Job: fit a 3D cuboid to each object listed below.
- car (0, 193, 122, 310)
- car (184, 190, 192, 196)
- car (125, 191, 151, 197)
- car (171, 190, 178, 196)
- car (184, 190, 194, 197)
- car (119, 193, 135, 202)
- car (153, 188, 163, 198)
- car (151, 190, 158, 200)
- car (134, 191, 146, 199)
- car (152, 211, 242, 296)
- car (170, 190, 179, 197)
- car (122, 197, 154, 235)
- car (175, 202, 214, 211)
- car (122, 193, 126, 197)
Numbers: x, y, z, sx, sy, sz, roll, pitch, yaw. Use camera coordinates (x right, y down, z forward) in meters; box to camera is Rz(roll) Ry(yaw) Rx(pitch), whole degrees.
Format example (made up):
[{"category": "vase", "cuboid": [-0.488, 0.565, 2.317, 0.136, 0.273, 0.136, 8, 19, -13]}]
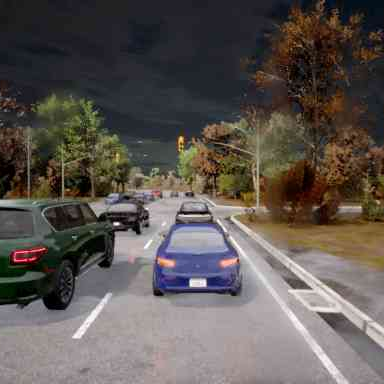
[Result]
[{"category": "car", "cuboid": [-3.392, 1.135, 7.757, 2.150, 2.045, 5.566, 0, 1, 0]}, {"category": "car", "cuboid": [-0.993, 0.193, 86.076, 1.812, 1.442, 4.674, 0, 1, -3]}, {"category": "car", "cuboid": [-7.054, 0.923, 44.337, 2.033, 1.411, 5.357, 0, 1, -1]}, {"category": "car", "cuboid": [-4.487, 0.196, 85.879, 1.812, 1.442, 4.674, 0, 1, -3]}, {"category": "car", "cuboid": [-0.508, 0.388, 75.932, 1.882, 1.535, 5.008, 0, 1, -2]}, {"category": "car", "cuboid": [-10.642, 0.823, 54.744, 1.895, 1.301, 4.718, 0, 1, 0]}, {"category": "car", "cuboid": [-7.290, 0.233, 69.038, 2.150, 2.045, 5.566, 0, 1, -1]}, {"category": "car", "cuboid": [-7.135, 0.762, 53.795, 1.812, 1.442, 4.674, 0, 1, 0]}, {"category": "car", "cuboid": [-10.782, 0.543, 68.678, 1.812, 1.442, 4.674, 0, 1, -1]}, {"category": "car", "cuboid": [0.106, 1.431, 8.273, 1.812, 1.442, 4.674, 0, 1, 0]}, {"category": "car", "cuboid": [-4.008, 0.429, 75.836, 2.128, 1.511, 4.902, 0, 1, -2]}, {"category": "car", "cuboid": [-3.390, 1.249, 17.417, 1.882, 1.535, 5.008, 0, 1, 0]}, {"category": "car", "cuboid": [0.111, 1.261, 17.526, 2.128, 1.511, 4.902, 0, 1, 0]}, {"category": "car", "cuboid": [-10.587, 0.882, 45.623, 1.812, 1.442, 4.674, 0, 1, 0]}]
